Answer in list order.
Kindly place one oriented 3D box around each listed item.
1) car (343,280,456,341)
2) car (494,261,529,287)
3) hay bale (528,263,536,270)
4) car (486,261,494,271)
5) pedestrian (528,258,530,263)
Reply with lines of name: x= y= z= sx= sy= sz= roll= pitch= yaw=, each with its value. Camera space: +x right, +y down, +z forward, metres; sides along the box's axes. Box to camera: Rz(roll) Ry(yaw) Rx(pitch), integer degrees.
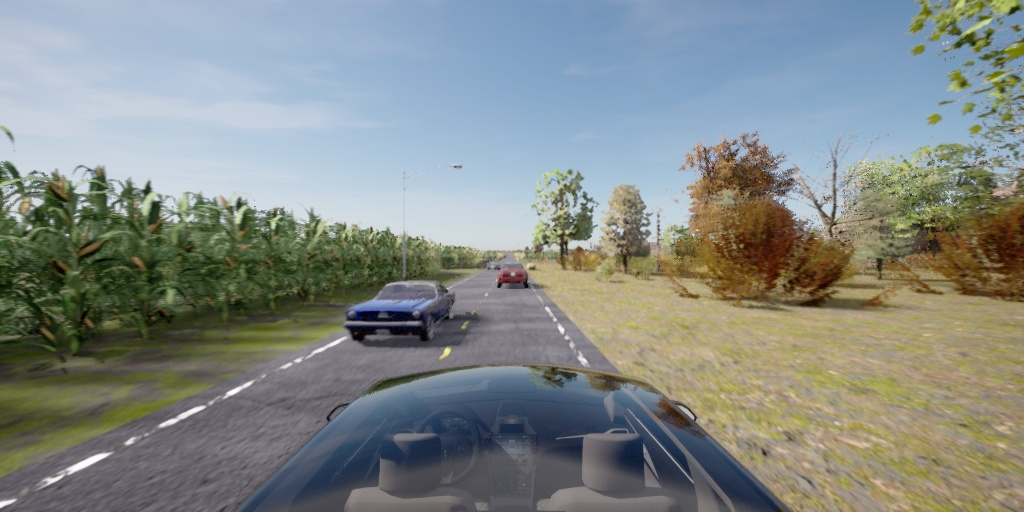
car: x=-2.846 y=1.392 z=10.138 sx=1.895 sy=1.301 sz=4.718 roll=0 pitch=0 yaw=0
car: x=0.071 y=1.214 z=25.719 sx=2.097 sy=1.767 sz=4.553 roll=0 pitch=0 yaw=0
hay bale: x=3.113 y=1.620 z=56.723 sx=1.220 sy=1.180 sz=1.240 roll=0 pitch=0 yaw=0
car: x=-2.827 y=1.452 z=54.978 sx=2.128 sy=1.511 sz=4.902 roll=0 pitch=0 yaw=0
pedestrian: x=2.813 y=1.265 z=57.841 sx=0.375 sy=1.860 sz=0.375 roll=0 pitch=0 yaw=0
